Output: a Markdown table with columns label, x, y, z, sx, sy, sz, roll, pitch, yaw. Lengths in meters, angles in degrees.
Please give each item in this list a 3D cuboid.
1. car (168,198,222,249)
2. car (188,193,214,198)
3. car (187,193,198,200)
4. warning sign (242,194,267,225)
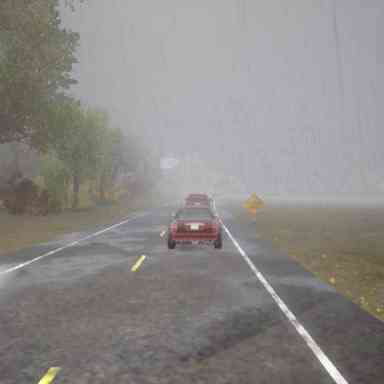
| label | x | y | z | sx | sy | sz | roll | pitch | yaw |
| --- | --- | --- | --- | --- | --- | --- | --- | --- | --- |
| car | 0.141 | 1.338 | 14.583 | 2.097 | 1.767 | 4.553 | 0 | 0 | 1 |
| car | 0.566 | 1.143 | 29.601 | 2.150 | 2.045 | 5.566 | 0 | 0 | 2 |
| car | 0.240 | 0.949 | 76.813 | 2.033 | 1.411 | 5.357 | 0 | 1 | 5 |
| warning sign | 3.811 | 1.060 | 20.322 | 1.300 | 1.860 | 1.060 | -1 | 0 | 1 |
